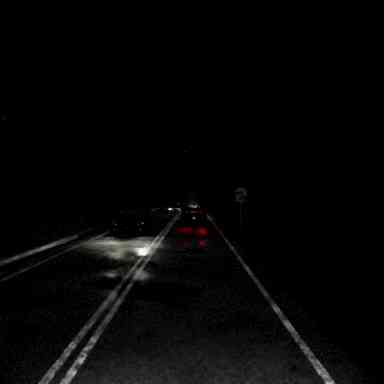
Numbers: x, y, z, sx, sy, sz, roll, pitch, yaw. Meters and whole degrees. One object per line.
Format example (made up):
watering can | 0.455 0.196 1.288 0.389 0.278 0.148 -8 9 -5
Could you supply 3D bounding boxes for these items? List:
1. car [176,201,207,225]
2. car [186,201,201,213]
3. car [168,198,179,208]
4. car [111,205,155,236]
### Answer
car | 0.141 1.639 25.478 2.128 1.511 4.902 0 -1 0
car | 0.208 1.926 42.863 1.812 1.442 4.674 0 -1 0
car | -3.104 2.024 60.628 2.097 1.767 4.553 0 -1 1
car | -3.323 1.565 19.372 1.882 1.535 5.008 0 -1 0
